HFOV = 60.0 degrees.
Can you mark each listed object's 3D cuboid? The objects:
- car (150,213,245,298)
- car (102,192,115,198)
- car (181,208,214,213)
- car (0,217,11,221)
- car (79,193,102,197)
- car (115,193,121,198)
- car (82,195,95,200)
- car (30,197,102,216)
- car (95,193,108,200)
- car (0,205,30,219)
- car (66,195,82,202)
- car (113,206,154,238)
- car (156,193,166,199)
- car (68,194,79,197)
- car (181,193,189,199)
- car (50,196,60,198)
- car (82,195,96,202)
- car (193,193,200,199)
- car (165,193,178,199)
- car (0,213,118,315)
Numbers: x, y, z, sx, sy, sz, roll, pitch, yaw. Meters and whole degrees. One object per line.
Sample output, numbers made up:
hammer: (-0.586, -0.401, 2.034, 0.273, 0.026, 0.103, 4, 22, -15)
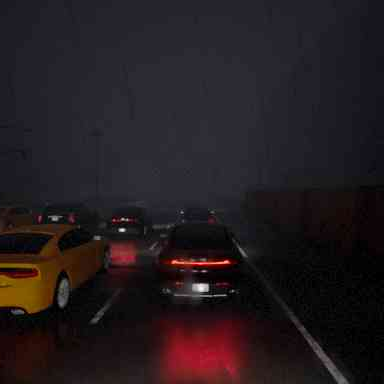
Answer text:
car: (0.186, 1.505, 8.515, 1.837, 1.490, 4.892, 0, 0, 1)
car: (-20.005, 1.141, 75.983, 2.150, 2.045, 5.566, 0, 0, 1)
car: (0.305, 1.564, 18.632, 1.994, 1.385, 4.181, 0, 0, 1)
car: (-6.812, 1.564, 8.442, 1.994, 1.385, 4.181, 0, 0, 0)
car: (-20.200, 1.311, 66.102, 2.097, 1.767, 4.553, 0, 0, 1)
car: (-19.801, 1.172, 86.175, 2.097, 1.767, 4.553, 0, 1, 1)
car: (-26.799, 1.411, 86.344, 1.895, 1.301, 4.718, 0, 1, 1)
car: (-6.698, 1.352, 18.462, 2.097, 1.767, 4.553, 0, 0, 1)
car: (-23.303, 1.174, 86.083, 2.097, 1.767, 4.553, 0, 1, 1)
car: (-10.199, 1.478, 18.474, 1.882, 1.535, 5.008, 0, 0, 1)
car: (-27.001, 1.467, 76.255, 1.994, 1.385, 4.181, 0, 0, 1)
car: (-3.203, 1.505, 17.770, 1.837, 1.490, 4.892, 0, 0, 0)
car: (-9.125, 1.170, 94.839, 1.882, 1.535, 5.008, 0, 1, 1)
car: (-23.699, 1.330, 66.162, 2.097, 1.767, 4.553, 0, 0, 1)
car: (-2.118, 1.046, 95.079, 2.097, 1.767, 4.553, 0, 1, 1)
car: (-27.199, 1.528, 66.193, 1.994, 1.385, 4.181, 0, 0, 1)
car: (-23.505, 1.469, 76.020, 1.994, 1.385, 4.181, 0, 0, 1)
car: (1.382, 1.242, 95.041, 1.994, 1.385, 4.181, 0, 1, 1)
car: (-5.625, 1.217, 94.765, 2.128, 1.511, 4.902, 0, 1, 1)
car: (-3.324, 1.478, 7.691, 1.882, 1.535, 5.008, 0, 0, 1)
